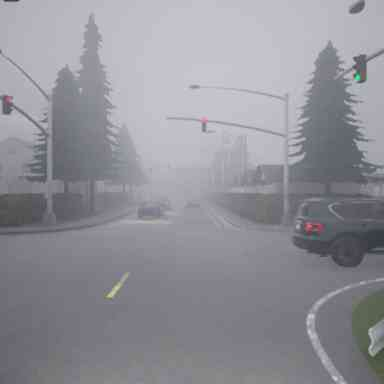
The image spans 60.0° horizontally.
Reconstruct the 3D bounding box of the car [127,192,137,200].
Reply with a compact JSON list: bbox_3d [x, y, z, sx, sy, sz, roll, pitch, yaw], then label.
[{"bbox_3d":[-16.778,1.014,84.408,3.866,1.878,1.905,0,0,-1],"label":"car"}]

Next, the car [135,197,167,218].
[{"bbox_3d":[-3.589,1.455,29.813,1.882,1.535,5.008,0,0,0],"label":"car"}]

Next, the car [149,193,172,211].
[{"bbox_3d":[-3.585,1.322,39.968,2.097,1.767,4.553,0,0,0],"label":"car"}]

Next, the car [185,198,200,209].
[{"bbox_3d":[0.099,1.514,45.253,2.033,1.411,5.357,0,0,0],"label":"car"}]

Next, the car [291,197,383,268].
[{"bbox_3d":[6.091,1.201,10.756,5.566,2.045,2.150,0,0,0],"label":"car"}]
